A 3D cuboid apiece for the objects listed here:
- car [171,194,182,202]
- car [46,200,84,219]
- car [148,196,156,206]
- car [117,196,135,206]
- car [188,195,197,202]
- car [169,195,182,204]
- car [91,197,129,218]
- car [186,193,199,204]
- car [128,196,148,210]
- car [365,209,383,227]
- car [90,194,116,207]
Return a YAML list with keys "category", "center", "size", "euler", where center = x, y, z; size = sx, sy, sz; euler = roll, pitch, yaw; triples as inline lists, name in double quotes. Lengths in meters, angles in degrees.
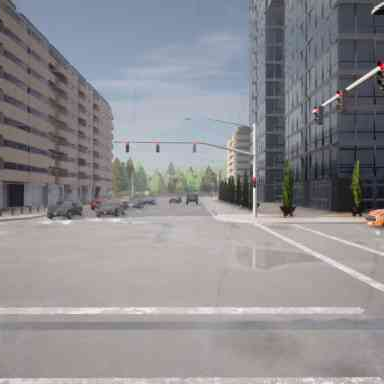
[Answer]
- category: "car"
  center: [-3.396, 1.355, 74.380]
  size: [2.097, 1.767, 4.553]
  euler: [0, 0, 1]
- category: "car"
  center: [-10.864, 1.506, 28.811]
  size: [1.837, 1.490, 4.892]
  euler: [0, 0, 0]
- category: "car"
  center: [-7.203, 1.478, 55.994]
  size: [1.882, 1.535, 5.008]
  euler: [0, 0, 1]
- category: "car"
  center: [-10.731, 1.478, 54.279]
  size: [1.882, 1.535, 5.008]
  euler: [0, 0, 1]
- category: "car"
  center: [0.112, 1.500, 74.656]
  size: [1.837, 1.490, 4.892]
  euler: [0, 0, 1]
- category: "car"
  center: [-3.420, 1.526, 64.362]
  size: [1.812, 1.442, 4.674]
  euler: [0, 0, 1]
- category: "car"
  center: [-7.380, 1.505, 30.555]
  size: [1.837, 1.490, 4.892]
  euler: [0, 0, 0]
- category: "car"
  center: [0.060, 1.221, 62.848]
  size: [2.150, 2.045, 5.566]
  euler: [0, 0, 1]
- category: "car"
  center: [-7.375, 1.491, 42.708]
  size: [2.128, 1.511, 4.902]
  euler: [0, 0, 1]
- category: "car"
  center: [13.583, 1.407, 21.217]
  size: [4.553, 1.767, 2.097]
  euler: [0, 0, 0]
- category: "car"
  center: [-10.886, 1.219, 41.505]
  size: [2.150, 2.045, 5.566]
  euler: [0, 0, 0]
